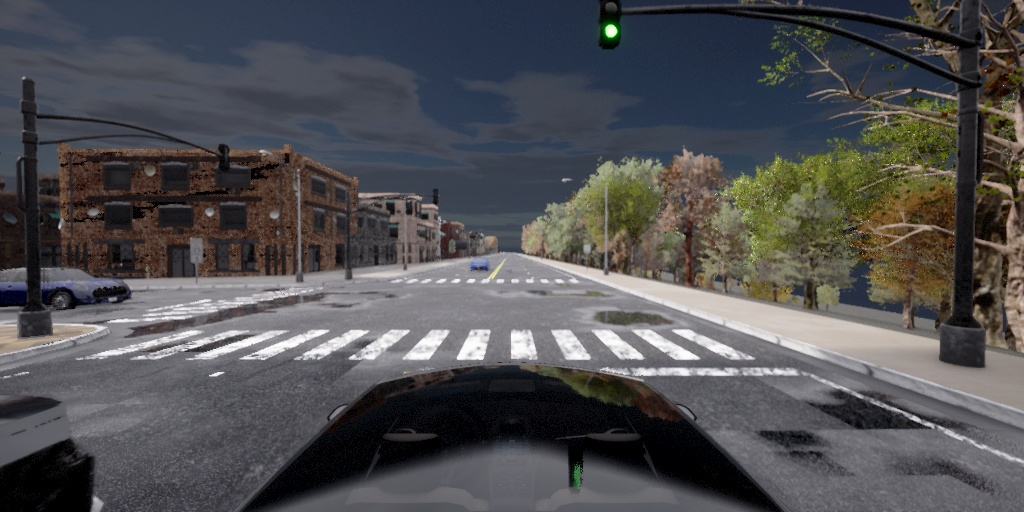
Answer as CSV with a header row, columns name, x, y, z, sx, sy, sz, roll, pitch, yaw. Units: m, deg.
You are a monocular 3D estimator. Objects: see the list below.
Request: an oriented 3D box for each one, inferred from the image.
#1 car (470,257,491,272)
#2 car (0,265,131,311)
name,x,y,z,sx,sy,sz,roll,pitch,yaw
car,-3.299,0.888,37.739,1.882,1.535,5.008,0,2,0
car,-18.781,1.247,14.794,4.553,1.767,2.097,-1,1,-1
